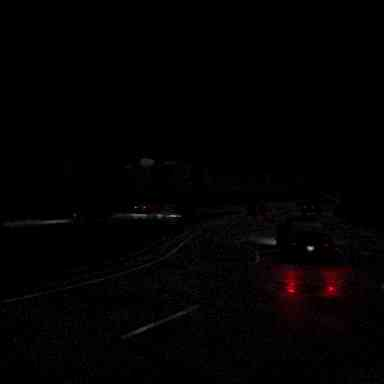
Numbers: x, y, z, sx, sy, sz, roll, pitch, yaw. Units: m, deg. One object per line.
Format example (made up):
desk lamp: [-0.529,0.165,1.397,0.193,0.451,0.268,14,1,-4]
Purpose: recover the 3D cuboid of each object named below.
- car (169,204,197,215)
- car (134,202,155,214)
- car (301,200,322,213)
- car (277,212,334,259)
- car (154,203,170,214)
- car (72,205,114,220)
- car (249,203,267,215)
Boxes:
car: [-0.901,2.495,46.706,1.994,1.385,4.181,-1,-1,28]
car: [-6.812,2.377,50.493,2.097,1.767,4.553,-1,-1,28]
car: [15.573,2.028,43.119,2.150,2.045,5.566,-1,-1,19]
car: [4.557,1.788,13.767,1.812,1.442,4.674,0,-1,11]
car: [-3.189,2.526,49.844,1.812,1.442,4.674,-1,-1,28]
car: [-10.988,2.271,37.314,2.128,1.511,4.902,-1,-2,36]
car: [9.147,2.234,45.877,2.097,1.767,4.553,-1,-1,18]
